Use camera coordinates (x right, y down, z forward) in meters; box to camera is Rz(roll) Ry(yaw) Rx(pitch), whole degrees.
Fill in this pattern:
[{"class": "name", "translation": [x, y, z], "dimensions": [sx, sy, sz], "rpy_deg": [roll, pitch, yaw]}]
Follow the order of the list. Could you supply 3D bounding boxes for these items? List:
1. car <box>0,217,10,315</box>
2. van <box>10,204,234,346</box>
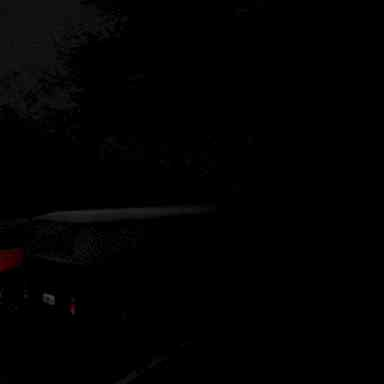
[{"class": "car", "translation": [-3.137, 1.374, 8.020], "dimensions": [2.185, 1.767, 4.553], "rpy_deg": [0, 0, 36]}, {"class": "van", "translation": [-0.789, 1.264, 6.523], "dimensions": [1.878, 1.987, 4.442], "rpy_deg": [0, 0, 36]}]
